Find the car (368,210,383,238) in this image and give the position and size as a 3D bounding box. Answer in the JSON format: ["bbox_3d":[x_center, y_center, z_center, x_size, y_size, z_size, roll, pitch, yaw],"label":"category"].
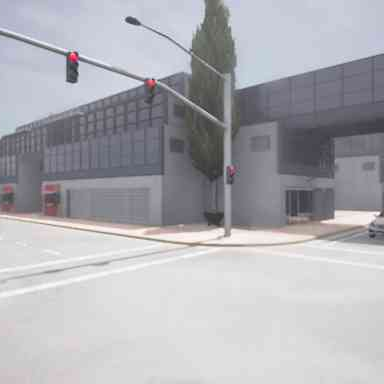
[{"bbox_3d":[10.649,1.569,17.225,1.812,1.442,4.674,0,0,42],"label":"car"}]
